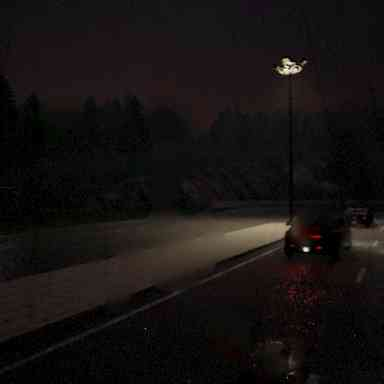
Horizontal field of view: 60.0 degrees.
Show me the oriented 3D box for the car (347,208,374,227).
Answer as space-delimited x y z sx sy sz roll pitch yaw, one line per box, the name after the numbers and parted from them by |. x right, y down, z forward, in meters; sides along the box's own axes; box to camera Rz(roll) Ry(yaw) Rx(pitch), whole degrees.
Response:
12.698 1.894 25.388 1.895 1.301 4.718 -1 -1 33 | car

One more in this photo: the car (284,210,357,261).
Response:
5.113 1.670 13.196 1.837 1.490 4.892 -1 -1 32 | car
